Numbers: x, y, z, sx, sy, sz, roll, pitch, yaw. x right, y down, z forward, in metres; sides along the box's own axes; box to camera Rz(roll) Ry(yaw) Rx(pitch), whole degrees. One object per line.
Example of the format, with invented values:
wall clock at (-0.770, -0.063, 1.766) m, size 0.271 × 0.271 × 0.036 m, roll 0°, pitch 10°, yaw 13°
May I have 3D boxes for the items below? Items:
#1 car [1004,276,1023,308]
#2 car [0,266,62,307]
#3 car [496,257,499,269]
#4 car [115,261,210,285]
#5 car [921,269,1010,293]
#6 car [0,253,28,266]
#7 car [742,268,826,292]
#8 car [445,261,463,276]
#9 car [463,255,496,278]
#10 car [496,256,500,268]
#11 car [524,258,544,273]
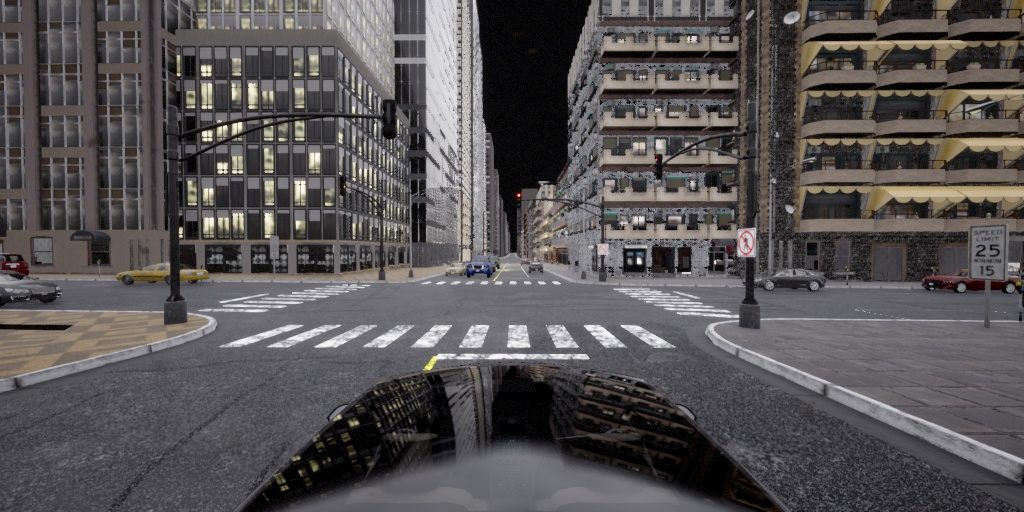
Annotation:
car at (21.736, 1.576, 13.208) m, size 4.313 × 1.339 × 1.948 m, roll 0°, pitch 0°, yaw 1°
car at (-20.265, 1.204, 13.905) m, size 4.403 × 1.370 × 2.007 m, roll 0°, pitch 0°, yaw 1°
car at (-3.017, 1.216, 44.793) m, size 1.882 × 1.535 × 5.008 m, roll 0°, pitch 0°, yaw 0°
car at (-21.631, 1.029, 22.242) m, size 4.829 × 1.417 × 1.751 m, roll 0°, pitch 0°, yaw 1°
car at (27.409, 1.461, 21.499) m, size 4.507 × 1.381 × 1.888 m, roll 0°, pitch 0°, yaw 1°
car at (-33.577, 0.712, 22.468) m, size 5.009 × 1.841 × 2.192 m, roll 0°, pitch 0°, yaw 1°
car at (16.344, 1.375, 21.674) m, size 4.403 × 1.370 × 2.007 m, roll 0°, pitch 0°, yaw 1°
car at (-5.629, 1.265, 36.361) m, size 1.751 × 1.417 × 4.829 m, roll 0°, pitch 0°, yaw 0°
car at (-3.042, 0.962, 34.662) m, size 2.150 × 2.045 × 5.566 m, roll 0°, pitch 0°, yaw 0°
car at (-2.994, 0.957, 55.349) m, size 2.150 × 2.045 × 5.566 m, roll 0°, pitch 0°, yaw 0°
car at (2.762, 1.289, 42.170) m, size 2.007 × 1.370 × 4.403 m, roll 0°, pitch 0°, yaw 0°
